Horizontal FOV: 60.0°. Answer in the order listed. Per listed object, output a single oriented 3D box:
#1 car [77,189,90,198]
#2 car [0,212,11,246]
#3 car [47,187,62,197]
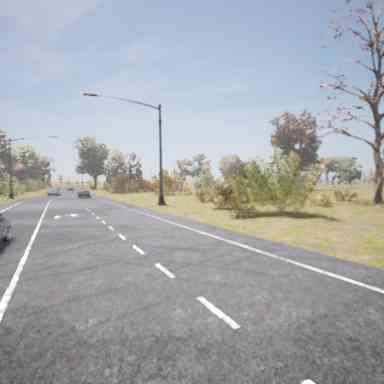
[{"bbox_3d":[-18.665,0.206,57.307,2.128,1.511,4.902,-2,2,-22],"label":"car"},{"bbox_3d":[-7.651,1.345,11.773,2.033,1.411,5.357,-2,2,-22],"label":"car"},{"bbox_3d":[-27.011,0.160,64.999,2.033,1.411,5.357,-1,2,-15],"label":"car"}]
